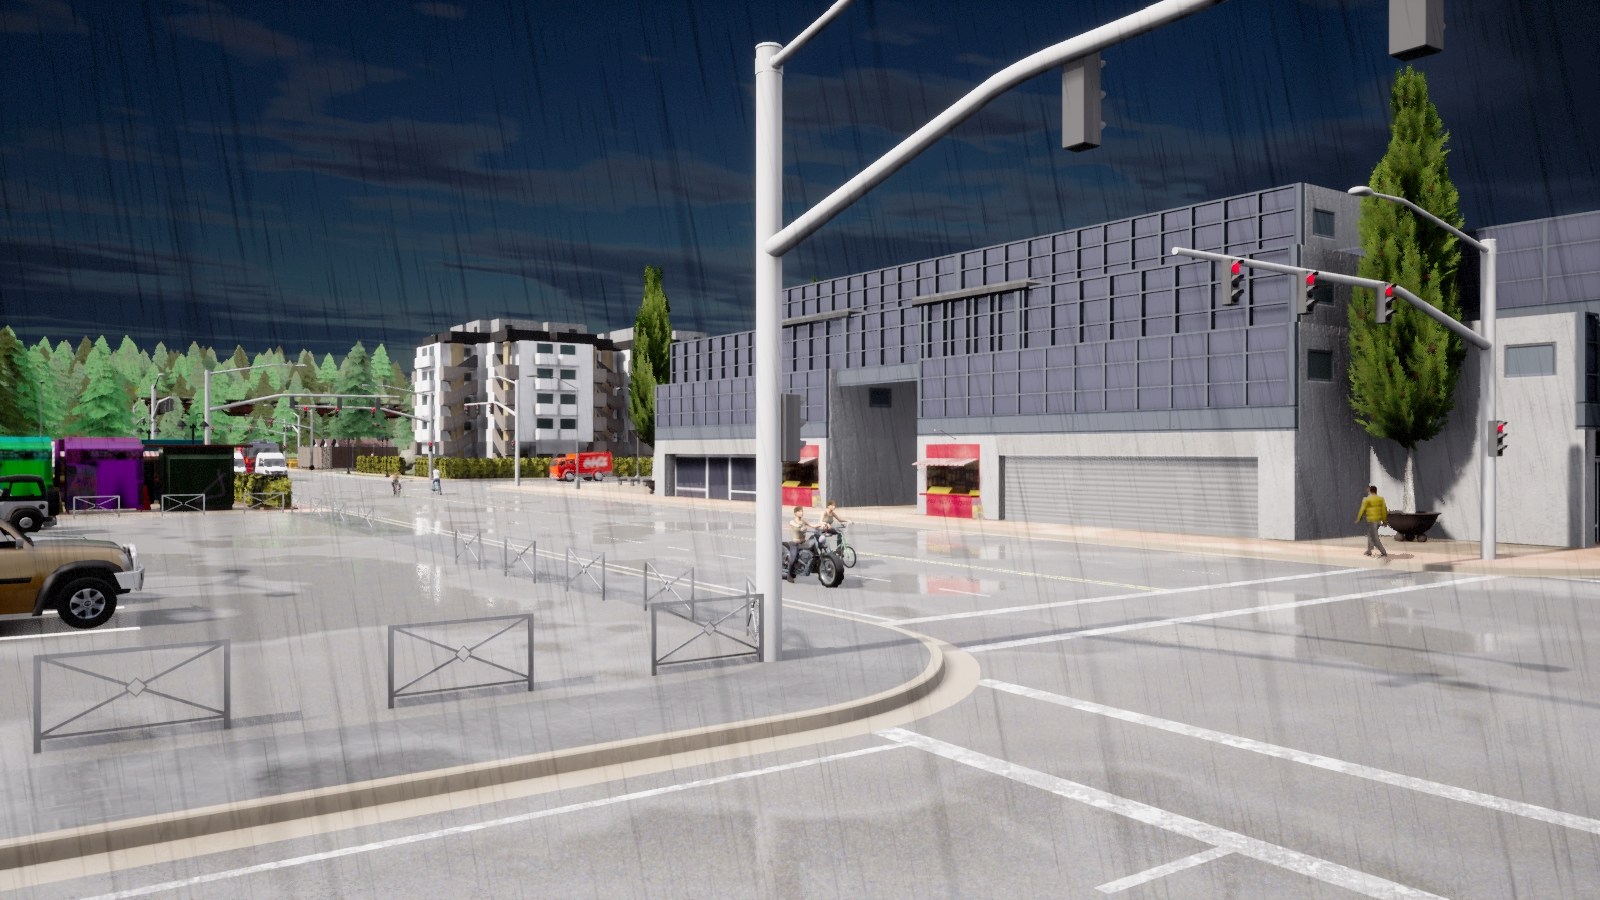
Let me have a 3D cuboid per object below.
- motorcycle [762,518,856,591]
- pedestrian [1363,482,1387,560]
[{"bbox_3d":[0.165,2.155,23.900,0.764,1.307,2.356,0,0,-34],"label":"motorcycle"},{"bbox_3d":[13.815,1.696,27.463,0.375,1.860,0.375,0,0,-8],"label":"pedestrian"}]
